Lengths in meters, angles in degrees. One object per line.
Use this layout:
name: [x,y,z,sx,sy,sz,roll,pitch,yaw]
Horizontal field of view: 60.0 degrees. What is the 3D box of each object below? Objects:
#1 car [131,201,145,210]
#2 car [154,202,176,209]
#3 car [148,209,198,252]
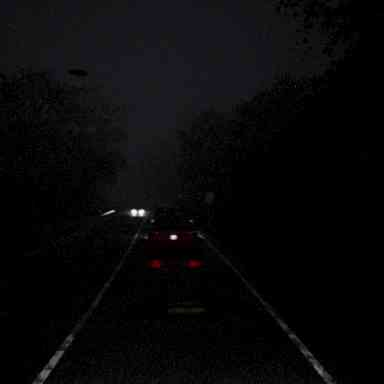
car: [-8.187,2.041,50.949,2.128,1.511,4.902,0,-2,-5]
car: [-2.463,1.695,30.473,1.882,1.535,5.008,0,0,-5]
car: [-0.854,1.676,14.449,1.994,1.385,4.181,0,0,-5]
